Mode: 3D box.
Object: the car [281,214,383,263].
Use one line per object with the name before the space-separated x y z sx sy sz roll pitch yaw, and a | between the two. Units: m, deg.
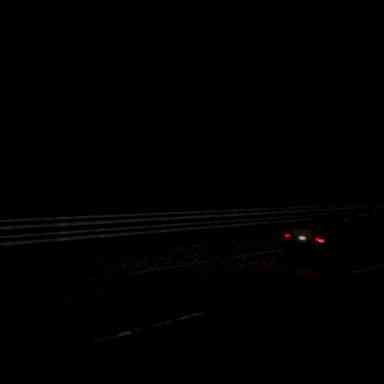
car | 5.531 1.504 11.980 5.357 1.411 2.033 0 1 -35
